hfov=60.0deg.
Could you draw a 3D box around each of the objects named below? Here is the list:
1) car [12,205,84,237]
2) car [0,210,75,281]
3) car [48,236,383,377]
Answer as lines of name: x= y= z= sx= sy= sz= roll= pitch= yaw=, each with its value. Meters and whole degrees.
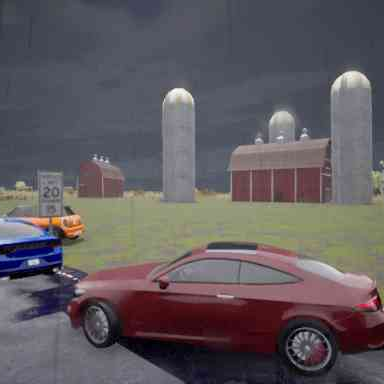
car: x=-7.379 y=1.369 z=15.065 sx=4.553 sy=1.767 sz=2.097 roll=0 pitch=0 yaw=4
car: x=-5.525 y=1.481 z=9.369 sx=5.008 sy=1.535 sz=1.882 roll=0 pitch=0 yaw=42
car: x=0.388 y=1.531 z=5.216 sx=4.674 sy=1.442 sz=1.812 roll=0 pitch=0 yaw=15
